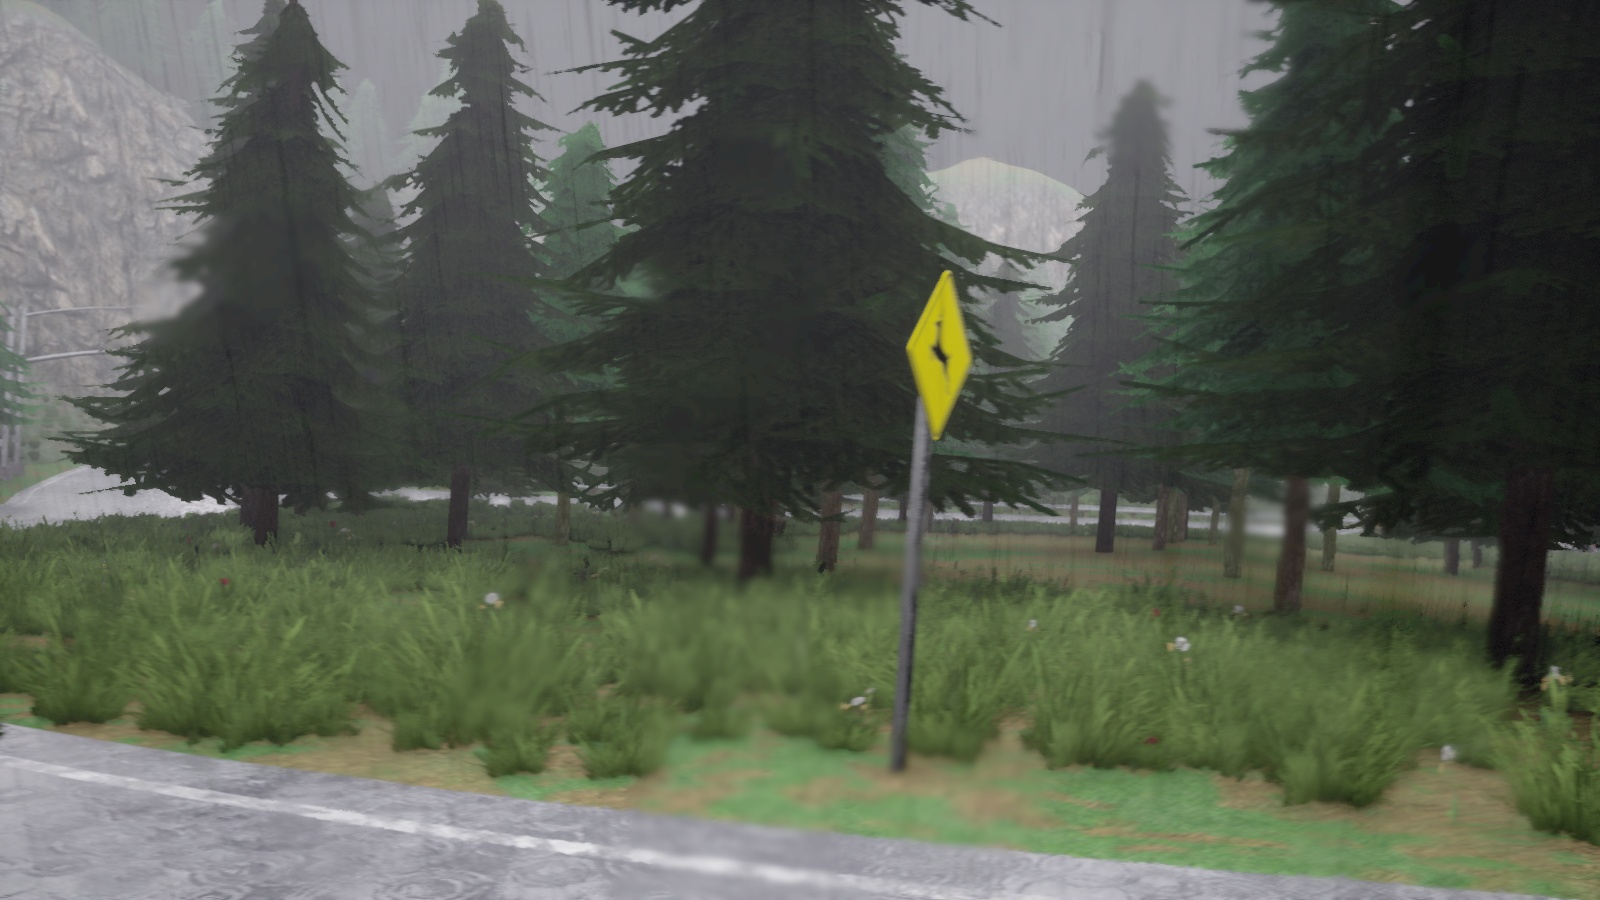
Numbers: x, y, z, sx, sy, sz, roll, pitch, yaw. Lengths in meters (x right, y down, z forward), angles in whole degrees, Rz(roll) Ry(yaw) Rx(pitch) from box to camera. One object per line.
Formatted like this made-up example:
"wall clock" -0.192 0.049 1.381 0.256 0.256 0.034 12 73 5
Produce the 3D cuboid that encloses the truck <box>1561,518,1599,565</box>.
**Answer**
"truck" 48.699 5.627 74.856 2.627 2.467 5.204 4 2 -12
